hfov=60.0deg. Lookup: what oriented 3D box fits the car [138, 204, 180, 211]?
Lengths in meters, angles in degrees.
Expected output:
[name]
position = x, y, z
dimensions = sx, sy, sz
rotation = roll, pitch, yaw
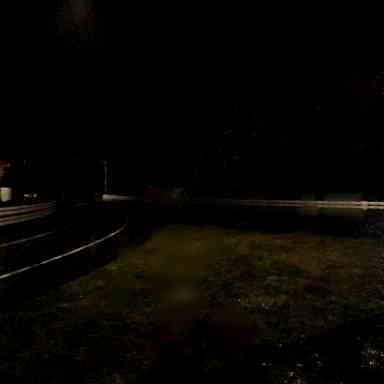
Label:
[car]
position = -3.132, 1.322, 31.324
dimensions = 4.718, 1.301, 1.895
rotation = 0, 0, 44
